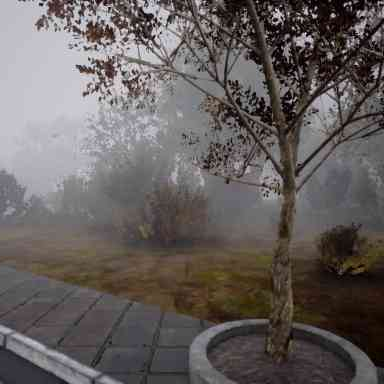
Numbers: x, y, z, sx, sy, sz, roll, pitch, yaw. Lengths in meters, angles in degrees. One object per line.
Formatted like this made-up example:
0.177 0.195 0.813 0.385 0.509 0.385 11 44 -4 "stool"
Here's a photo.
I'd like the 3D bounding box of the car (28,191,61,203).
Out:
-18.139 0.937 42.358 2.150 2.045 5.566 1 0 32 "car"
